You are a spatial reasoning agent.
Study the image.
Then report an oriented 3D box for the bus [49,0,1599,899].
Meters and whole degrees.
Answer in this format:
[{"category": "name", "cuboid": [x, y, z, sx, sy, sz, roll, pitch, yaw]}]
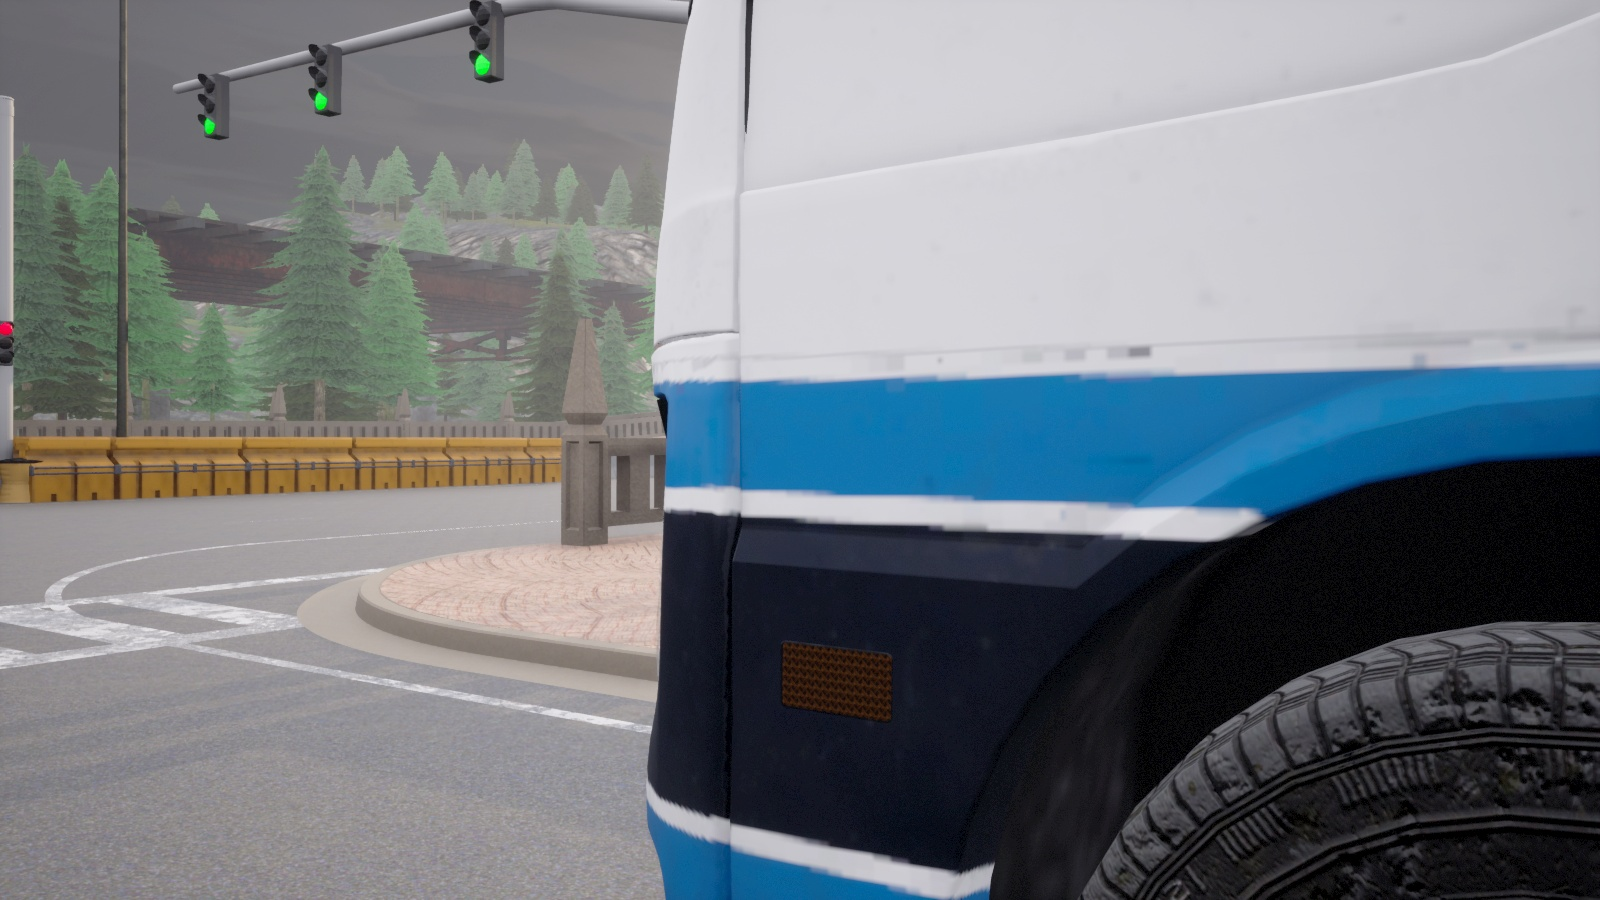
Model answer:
[{"category": "bus", "cuboid": [4.151, -0.694, 0.838, 10.273, 4.253, 3.944, 0, 1, 34]}]
